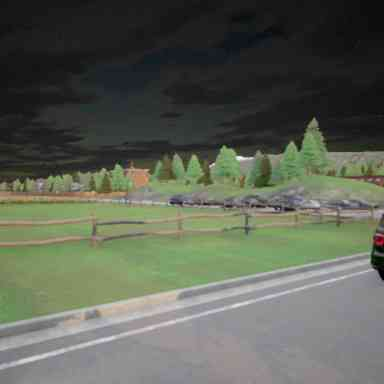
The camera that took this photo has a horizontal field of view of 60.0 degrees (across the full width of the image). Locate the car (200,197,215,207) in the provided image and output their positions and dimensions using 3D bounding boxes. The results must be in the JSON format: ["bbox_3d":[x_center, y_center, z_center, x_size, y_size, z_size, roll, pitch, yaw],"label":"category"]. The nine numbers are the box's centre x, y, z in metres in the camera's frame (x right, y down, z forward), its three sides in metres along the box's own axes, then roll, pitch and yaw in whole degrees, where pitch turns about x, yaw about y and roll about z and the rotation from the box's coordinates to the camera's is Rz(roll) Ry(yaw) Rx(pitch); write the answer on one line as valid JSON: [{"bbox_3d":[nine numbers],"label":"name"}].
[{"bbox_3d":[2.689,1.737,57.059,2.033,1.411,5.357,0,0,-36],"label":"car"}]

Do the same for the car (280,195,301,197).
[{"bbox_3d":[14.521,1.720,52.722,2.128,1.511,4.902,0,0,-36],"label":"car"}]

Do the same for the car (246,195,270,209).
[{"bbox_3d":[8.740,1.668,48.761,1.882,1.535,5.008,0,0,-36],"label":"car"}]

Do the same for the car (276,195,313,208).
[{"bbox_3d":[16.955,1.468,55.344,2.150,2.045,5.566,0,0,-37],"label":"car"}]

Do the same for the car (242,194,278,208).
[{"bbox_3d":[10.544,1.430,52.232,2.150,2.045,5.566,0,0,-36],"label":"car"}]

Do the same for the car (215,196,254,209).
[{"bbox_3d":[5.867,1.676,46.762,1.837,1.490,4.892,0,0,-36],"label":"car"}]

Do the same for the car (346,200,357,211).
[{"bbox_3d":[20.250,1.754,44.878,1.812,1.442,4.674,0,0,-37],"label":"car"}]

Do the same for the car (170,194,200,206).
[{"bbox_3d":[-1.574,1.394,56.982,2.150,2.045,5.566,0,-1,-36],"label":"car"}]

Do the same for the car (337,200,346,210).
[{"bbox_3d":[16.779,1.757,43.694,2.033,1.411,5.357,0,0,-36],"label":"car"}]

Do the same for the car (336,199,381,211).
[{"bbox_3d":[23.275,1.795,46.673,2.033,1.411,5.357,0,0,-36],"label":"car"}]

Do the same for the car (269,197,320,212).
[{"bbox_3d":[11.813,1.677,38.628,1.837,1.490,4.892,0,0,-36],"label":"car"}]

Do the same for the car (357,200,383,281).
[{"bbox_3d":[6.863,1.279,8.654,5.566,2.045,2.150,0,0,-36],"label":"car"}]

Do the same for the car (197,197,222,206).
[{"bbox_3d":[3.260,1.686,62.258,1.882,1.535,5.008,0,0,-36],"label":"car"}]

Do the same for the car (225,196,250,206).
[{"bbox_3d":[8.321,1.579,61.261,2.097,1.767,4.553,0,0,-36],"label":"car"}]

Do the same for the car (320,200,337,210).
[{"bbox_3d":[14.685,1.717,40.630,1.812,1.442,4.674,0,0,-36],"label":"car"}]
